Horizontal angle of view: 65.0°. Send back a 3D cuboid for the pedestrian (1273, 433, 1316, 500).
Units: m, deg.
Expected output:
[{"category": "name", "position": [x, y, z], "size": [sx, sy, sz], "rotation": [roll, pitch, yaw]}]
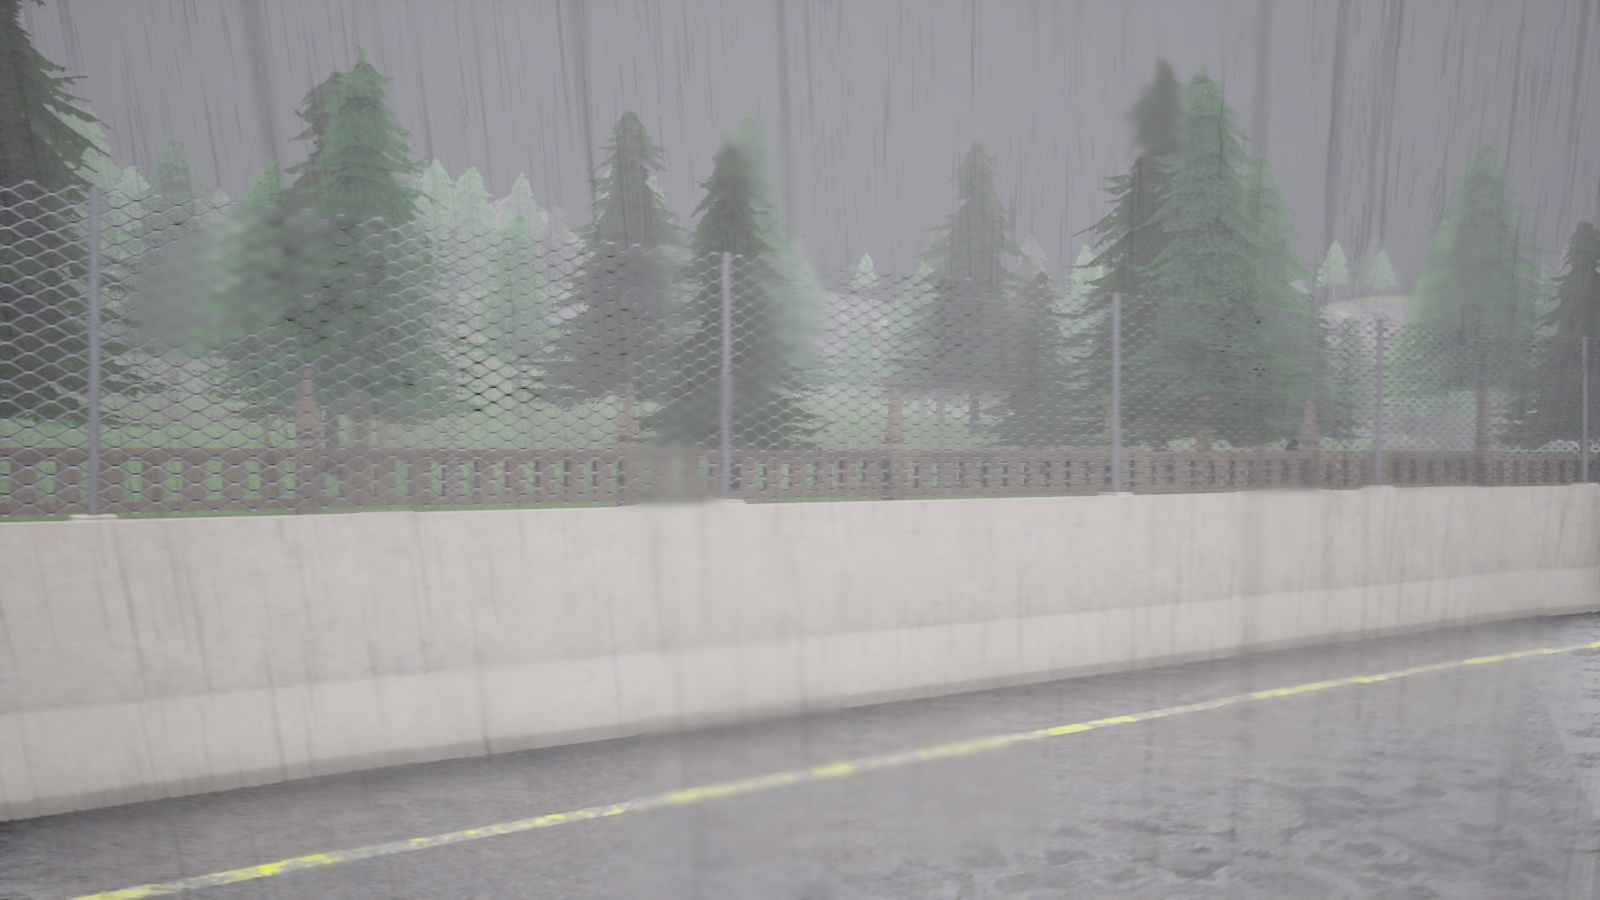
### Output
[{"category": "pedestrian", "position": [13.739, 0.460, 34.913], "size": [0.899, 1.844, 0.634], "rotation": [0, 0, -20]}]
